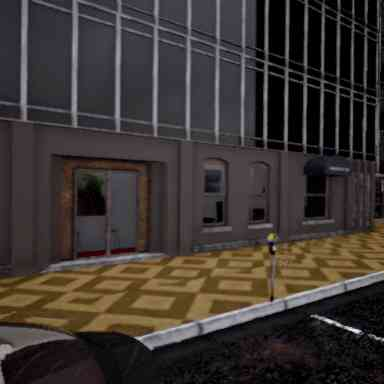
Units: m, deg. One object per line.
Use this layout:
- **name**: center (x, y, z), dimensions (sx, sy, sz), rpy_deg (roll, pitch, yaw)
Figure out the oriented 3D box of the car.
- **car**: center (-2.123, 1.524, 1.412), dimensions (4.403, 1.369, 2.008), rpy_deg (0, 1, -34)
